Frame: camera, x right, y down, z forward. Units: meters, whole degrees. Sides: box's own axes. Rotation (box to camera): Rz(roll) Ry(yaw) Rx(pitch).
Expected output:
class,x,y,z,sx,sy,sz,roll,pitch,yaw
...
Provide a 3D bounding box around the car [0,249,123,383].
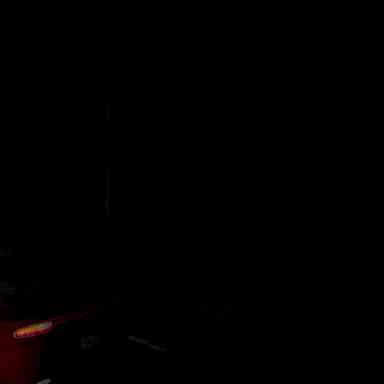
class,x,y,z,sx,sy,sz,roll,pitch,yaw
car,-2.975,1.552,5.038,4.507,1.381,1.887,0,1,35

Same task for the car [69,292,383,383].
class,x,y,z,sx,sy,sz,roll,pitch,yaw
car,1.527,1.544,1.869,4.507,1.381,1.887,0,1,35
